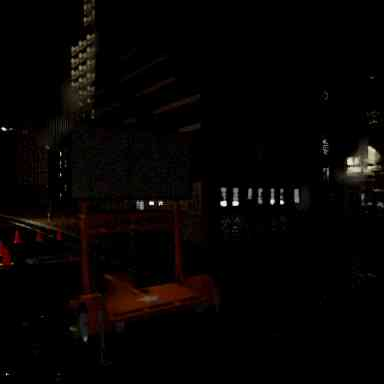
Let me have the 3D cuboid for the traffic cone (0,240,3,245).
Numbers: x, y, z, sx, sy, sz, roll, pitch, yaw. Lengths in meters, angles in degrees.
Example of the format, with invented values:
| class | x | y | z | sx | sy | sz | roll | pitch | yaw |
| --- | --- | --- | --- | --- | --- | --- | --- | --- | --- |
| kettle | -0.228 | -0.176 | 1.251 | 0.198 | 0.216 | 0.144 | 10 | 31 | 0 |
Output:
| class | x | y | z | sx | sy | sz | roll | pitch | yaw |
| --- | --- | --- | --- | --- | --- | --- | --- | --- | --- |
| traffic cone | -7.332 | 2.158 | 12.826 | 0.340 | 0.580 | 0.340 | 0 | -1 | -34 |

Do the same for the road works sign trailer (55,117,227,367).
| class | x | y | z | sx | sy | sz | roll | pitch | yaw |
| --- | --- | --- | --- | --- | --- | --- | --- | --- | --- |
| road works sign trailer | -1.131 | 0.547 | 6.187 | 2.380 | 3.560 | 2.880 | 0 | -1 | -34 |

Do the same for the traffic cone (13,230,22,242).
| class | x | y | z | sx | sy | sz | roll | pitch | yaw |
| --- | --- | --- | --- | --- | --- | --- | --- | --- | --- |
| traffic cone | -8.759 | 2.212 | 16.694 | 0.340 | 0.580 | 0.340 | 0 | -1 | -34 |

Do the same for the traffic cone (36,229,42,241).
| class | x | y | z | sx | sy | sz | roll | pitch | yaw |
| --- | --- | --- | --- | --- | --- | --- | --- | --- | --- |
| traffic cone | -7.933 | 2.212 | 17.258 | 0.340 | 0.580 | 0.340 | 0 | -1 | -34 |

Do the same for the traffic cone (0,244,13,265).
| class | x | y | z | sx | sy | sz | roll | pitch | yaw |
| --- | --- | --- | --- | --- | --- | --- | --- | --- | --- |
| traffic cone | -6.205 | 2.131 | 11.174 | 0.340 | 0.580 | 0.340 | 0 | -1 | -34 |
